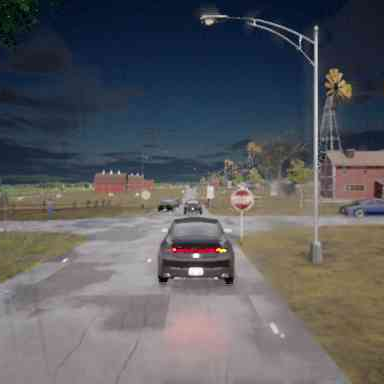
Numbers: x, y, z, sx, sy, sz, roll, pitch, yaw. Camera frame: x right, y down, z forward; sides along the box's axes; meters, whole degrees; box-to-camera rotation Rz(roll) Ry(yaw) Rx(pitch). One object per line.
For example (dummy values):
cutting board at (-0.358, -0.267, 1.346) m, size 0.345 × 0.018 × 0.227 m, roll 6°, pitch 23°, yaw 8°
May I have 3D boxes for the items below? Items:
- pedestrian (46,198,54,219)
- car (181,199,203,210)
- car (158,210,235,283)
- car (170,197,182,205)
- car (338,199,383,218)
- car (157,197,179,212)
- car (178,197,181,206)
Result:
pedestrian at (-12.162, 1.394, 28.574) m, size 0.375 × 1.860 × 0.375 m, roll 0°, pitch 2°, yaw 0°
car at (0.089, 1.492, 35.333) m, size 1.812 × 1.442 × 4.674 m, roll 0°, pitch 0°, yaw 0°
car at (0.126, 1.480, 9.562) m, size 1.837 × 1.490 × 4.892 m, roll 0°, pitch 0°, yaw 1°
car at (-2.795, 1.644, 60.435) m, size 1.994 × 1.385 × 4.181 m, roll 0°, pitch 0°, yaw 0°
car at (13.495, 1.203, 25.429) m, size 4.181 × 1.385 × 1.994 m, roll -1°, pitch 1°, yaw -2°
car at (-2.886, 1.572, 38.218) m, size 1.895 × 1.301 × 4.718 m, roll 0°, pitch 0°, yaw 1°
car at (-2.843, 1.568, 48.176) m, size 1.994 × 1.385 × 4.181 m, roll 0°, pitch 0°, yaw 0°
